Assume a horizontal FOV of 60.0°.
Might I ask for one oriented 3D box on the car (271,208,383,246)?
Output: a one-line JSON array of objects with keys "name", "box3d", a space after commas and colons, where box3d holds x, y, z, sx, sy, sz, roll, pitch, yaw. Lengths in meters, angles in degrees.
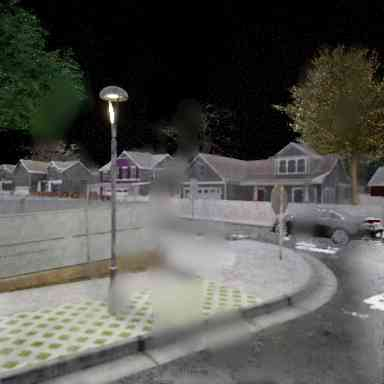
[{"name": "car", "box3d": [5.787, 1.442, 14.863, 2.128, 1.511, 4.902, 2, -1, -37]}]
